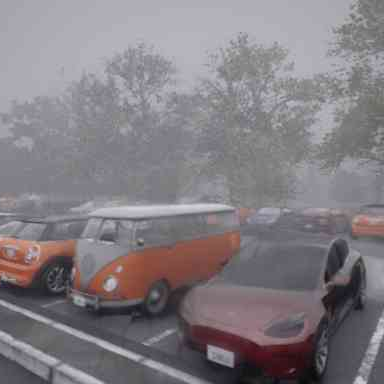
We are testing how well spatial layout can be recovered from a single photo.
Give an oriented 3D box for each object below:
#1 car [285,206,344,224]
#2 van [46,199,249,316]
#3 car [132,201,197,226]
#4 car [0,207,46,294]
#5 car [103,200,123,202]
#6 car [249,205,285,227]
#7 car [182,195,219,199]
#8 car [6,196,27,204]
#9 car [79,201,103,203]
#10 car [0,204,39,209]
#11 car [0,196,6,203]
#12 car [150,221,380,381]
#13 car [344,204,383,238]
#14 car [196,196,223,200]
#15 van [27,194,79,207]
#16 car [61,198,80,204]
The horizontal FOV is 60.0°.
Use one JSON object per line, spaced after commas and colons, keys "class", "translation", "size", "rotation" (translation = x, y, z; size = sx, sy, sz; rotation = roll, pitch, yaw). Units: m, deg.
{"class": "car", "translation": [7.104, 1.509, 18.174], "size": [2.097, 1.535, 5.008], "rotation": [0, 0, 36]}
{"class": "van", "translation": [-0.627, 1.284, 7.485], "size": [1.878, 1.987, 4.442], "rotation": [0, 0, 36]}
{"class": "car", "translation": [-1.924, 1.513, 24.704], "size": [2.163, 1.488, 4.792], "rotation": [0, 0, 36]}
{"class": "car", "translation": [-2.786, 1.379, 9.143], "size": [2.185, 1.767, 4.553], "rotation": [0, 0, 36]}
{"class": "car", "translation": [-4.196, 1.477, 26.310], "size": [2.231, 1.521, 4.892], "rotation": [0, 0, 36]}
{"class": "car", "translation": [4.848, 1.543, 19.806], "size": [2.002, 1.452, 4.674], "rotation": [0, 0, 36]}
{"class": "car", "translation": [0.308, 1.240, 23.030], "size": [2.435, 2.045, 5.566], "rotation": [0, 0, 36]}
{"class": "car", "translation": [-15.523, 1.183, 34.408], "size": [2.435, 2.045, 5.566], "rotation": [0, 0, 36]}
{"class": "car", "translation": [-6.458, 1.469, 27.934], "size": [2.097, 1.535, 5.008], "rotation": [0, 0, 36]}
{"class": "car", "translation": [-9.552, 1.485, 14.037], "size": [2.097, 1.535, 5.008], "rotation": [0, 0, 36]}
{"class": "car", "translation": [-17.661, 1.423, 36.207], "size": [1.946, 1.575, 5.366], "rotation": [0, 0, 36]}
{"class": "car", "translation": [1.736, 1.545, 5.895], "size": [2.163, 1.488, 4.792], "rotation": [0, 0, 36]}
{"class": "car", "translation": [9.350, 1.389, 16.527], "size": [2.185, 1.767, 4.553], "rotation": [0, 0, 36]}
{"class": "car", "translation": [2.567, 1.372, 21.403], "size": [2.185, 1.767, 4.553], "rotation": [0, 0, 36]}
{"class": "van", "translation": [-13.313, 1.217, 32.711], "size": [1.878, 1.987, 4.442], "rotation": [0, 0, 36]}
{"class": "car", "translation": [-8.722, 1.501, 29.557], "size": [2.002, 1.452, 4.674], "rotation": [0, 0, 36]}
